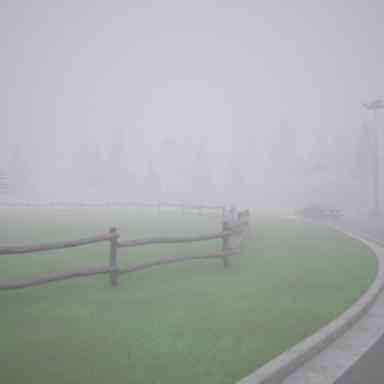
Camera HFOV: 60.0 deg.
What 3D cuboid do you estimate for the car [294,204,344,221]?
[{"bbox_3d":[11.179,1.731,29.681,2.033,1.411,5.357,0,-1,-11],"label":"car"}]

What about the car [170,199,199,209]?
[{"bbox_3d":[-1.283,1.989,54.946,4.892,1.490,1.837,0,-3,27],"label":"car"}]
